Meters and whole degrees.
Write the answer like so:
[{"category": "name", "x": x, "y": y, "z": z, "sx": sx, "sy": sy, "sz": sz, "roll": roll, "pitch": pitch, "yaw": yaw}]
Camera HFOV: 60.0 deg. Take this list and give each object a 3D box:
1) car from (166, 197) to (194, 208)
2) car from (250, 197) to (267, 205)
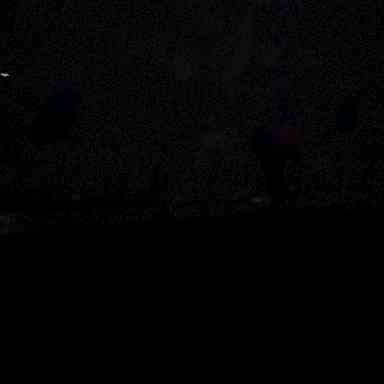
[{"category": "car", "x": -1.490, "y": 1.455, "z": 45.025, "sx": 1.812, "sy": 1.442, "sz": 4.674, "roll": 2, "pitch": 2, "yaw": 36}, {"category": "car", "x": 13.188, "y": 1.704, "z": 65.354, "sx": 1.812, "sy": 1.442, "sz": 4.674, "roll": 2, "pitch": 1, "yaw": 36}]
